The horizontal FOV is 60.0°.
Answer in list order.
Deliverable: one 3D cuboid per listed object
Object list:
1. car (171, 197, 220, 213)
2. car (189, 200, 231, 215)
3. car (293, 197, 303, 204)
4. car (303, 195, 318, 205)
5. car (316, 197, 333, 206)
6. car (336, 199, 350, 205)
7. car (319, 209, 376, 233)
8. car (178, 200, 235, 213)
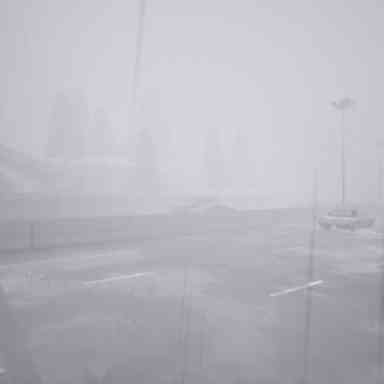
[{"bbox_3d":[0.561,1.456,31.881,5.566,2.045,2.150,1,-1,-44],"label":"car"},{"bbox_3d":[2.097,1.770,38.338,2.128,1.511,4.902,0,-1,44],"label":"car"},{"bbox_3d":[24.919,1.900,77.456,2.097,1.767,4.553,0,0,25],"label":"car"},{"bbox_3d":[26.311,1.749,72.259,2.150,2.045,5.566,0,0,27],"label":"car"},{"bbox_3d":[25.804,2.007,63.835,2.033,1.411,5.357,0,0,31],"label":"car"},{"bbox_3d":[26.683,1.954,58.487,1.812,1.442,4.674,0,0,32],"label":"car"},{"bbox_3d":[9.967,1.757,21.120,4.718,1.301,1.895,0,-1,-44],"label":"car"},{"bbox_3d":[1.552,1.682,28.053,5.008,1.535,1.882,0,-1,-43],"label":"car"}]
